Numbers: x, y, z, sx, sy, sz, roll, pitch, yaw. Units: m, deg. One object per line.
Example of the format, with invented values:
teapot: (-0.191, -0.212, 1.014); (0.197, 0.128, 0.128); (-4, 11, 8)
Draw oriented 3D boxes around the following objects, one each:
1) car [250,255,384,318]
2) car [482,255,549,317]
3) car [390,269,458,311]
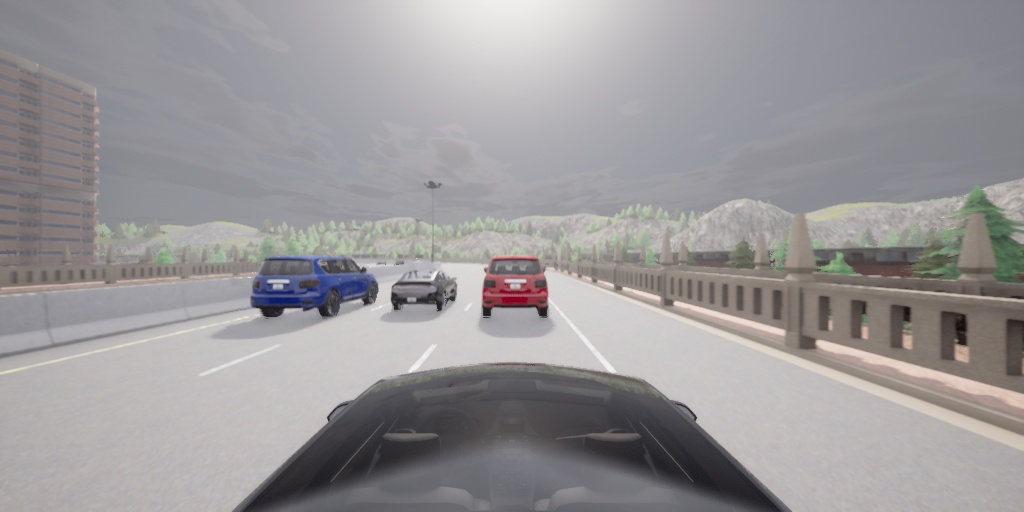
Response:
car: (-6.898, 1.001, 13.246); (2.150, 2.045, 5.566); (0, 0, 0)
car: (0.103, 1.002, 13.425); (2.150, 2.045, 5.566); (0, 0, 0)
car: (-3.397, 1.275, 14.580); (2.128, 1.511, 4.902); (0, 0, 0)
